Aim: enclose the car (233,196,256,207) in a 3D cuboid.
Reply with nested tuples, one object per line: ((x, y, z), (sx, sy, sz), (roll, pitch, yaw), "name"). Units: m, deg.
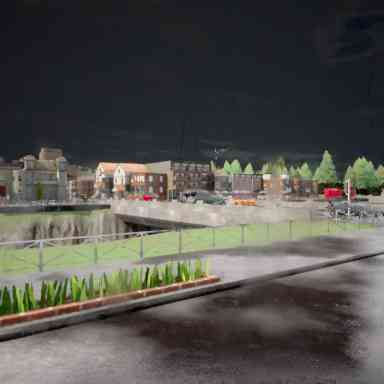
((6.816, 1.352, 46.760), (2.097, 1.767, 4.553), (0, 0, -36), "car")

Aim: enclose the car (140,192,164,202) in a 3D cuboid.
((-7.184, 1.031, 59.186), (2.150, 2.045, 5.566), (0, 0, -36), "car")

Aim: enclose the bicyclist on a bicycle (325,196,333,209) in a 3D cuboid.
((16.594, 1.349, 40.362), (1.656, 1.620, 0.582), (0, 0, -36), "bicyclist on a bicycle")

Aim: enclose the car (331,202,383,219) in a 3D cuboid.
((14.415, 1.564, 29.016), (1.994, 1.385, 4.181), (0, 0, -36), "car")

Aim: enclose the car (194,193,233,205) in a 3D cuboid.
((2.534, 1.221, 45.522), (2.150, 2.045, 5.566), (0, 0, -36), "car")
